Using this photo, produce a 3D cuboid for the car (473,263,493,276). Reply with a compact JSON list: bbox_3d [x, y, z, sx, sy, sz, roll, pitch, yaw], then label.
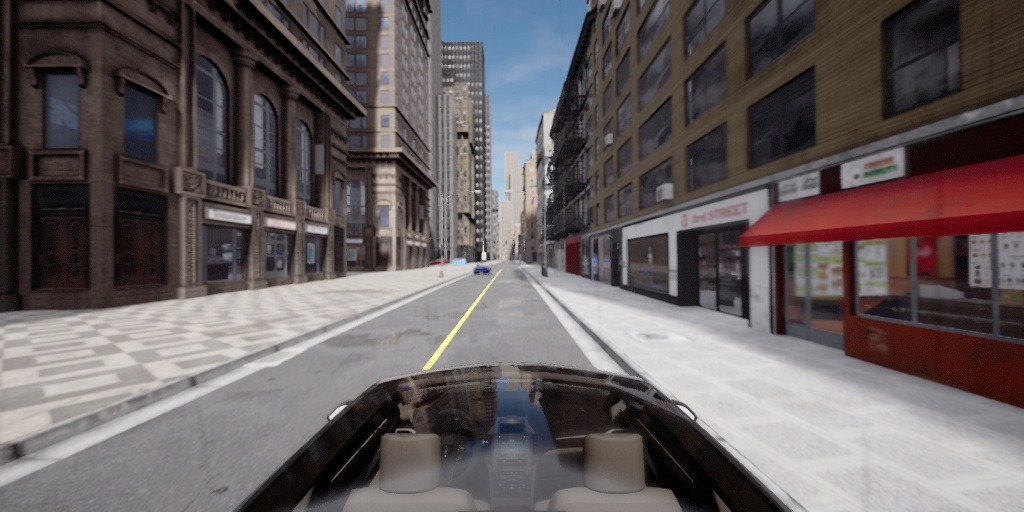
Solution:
[{"bbox_3d":[-3.135,1.423,38.892,1.895,1.301,4.718,-1,0,0],"label":"car"}]
